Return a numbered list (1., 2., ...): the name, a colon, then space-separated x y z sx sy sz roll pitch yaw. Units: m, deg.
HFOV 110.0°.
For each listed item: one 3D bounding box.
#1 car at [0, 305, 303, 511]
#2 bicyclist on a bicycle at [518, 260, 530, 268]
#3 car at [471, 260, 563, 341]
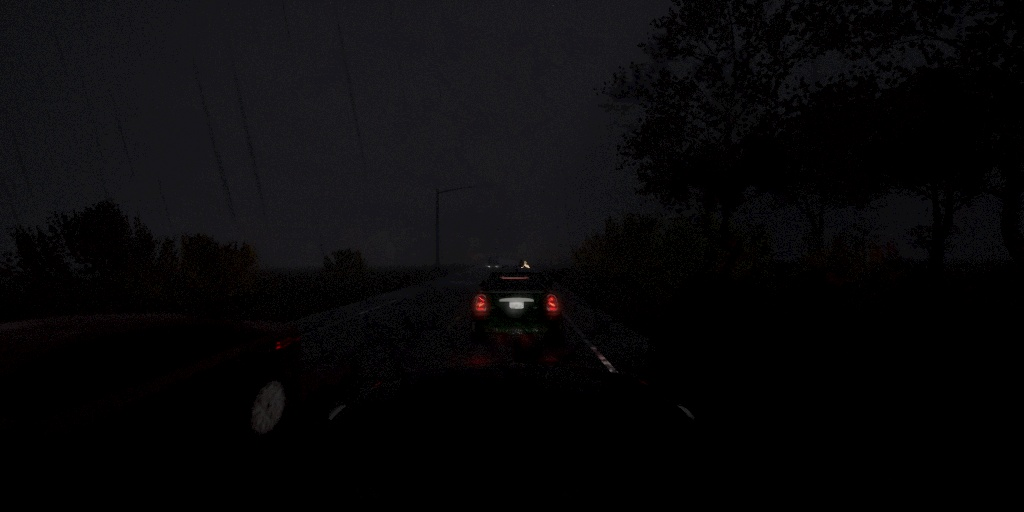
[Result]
1. car: -3.602 1.227 2.499 1.882 1.535 5.008 0 0 0
2. bicyclist on a bicycle: 0.960 1.177 25.791 0.866 1.612 1.509 0 0 1
3. car: 0.108 1.099 9.968 2.097 1.767 4.553 0 0 0
